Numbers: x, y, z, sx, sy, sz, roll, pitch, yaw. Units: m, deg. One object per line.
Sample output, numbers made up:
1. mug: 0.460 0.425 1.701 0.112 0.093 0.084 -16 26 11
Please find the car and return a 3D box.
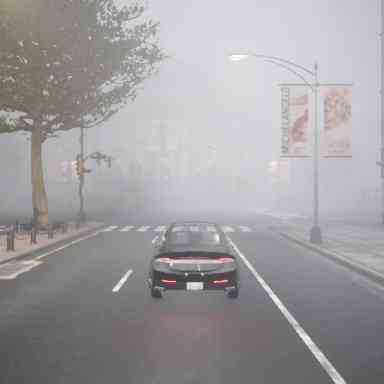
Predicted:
1. car: 0.064 1.491 8.465 2.128 1.511 4.902 0 0 0
